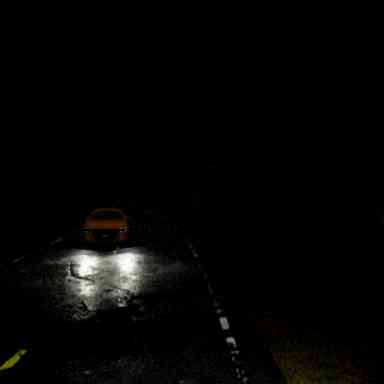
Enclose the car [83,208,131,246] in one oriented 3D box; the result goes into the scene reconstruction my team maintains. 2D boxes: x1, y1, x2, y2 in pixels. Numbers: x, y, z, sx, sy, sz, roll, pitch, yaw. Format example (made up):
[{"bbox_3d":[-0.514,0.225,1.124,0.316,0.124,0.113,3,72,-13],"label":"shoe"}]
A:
[{"bbox_3d":[-3.967,1.497,15.759,1.882,1.535,5.008,0,0,-12],"label":"car"}]
